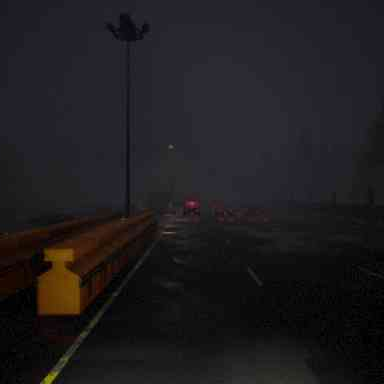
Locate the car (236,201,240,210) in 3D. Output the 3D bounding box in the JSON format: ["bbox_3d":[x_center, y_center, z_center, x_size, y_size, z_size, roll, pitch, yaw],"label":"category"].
[{"bbox_3d":[6.999,2.075,48.087,1.812,1.442,4.674,0,-1,0],"label":"car"}]

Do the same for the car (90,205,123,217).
[{"bbox_3d":[-7.073,1.827,26.286,1.812,1.442,4.674,0,-1,0],"label":"car"}]

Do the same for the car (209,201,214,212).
[{"bbox_3d":[3.499,2.030,48.325,1.882,1.535,5.008,0,-1,0],"label":"car"}]

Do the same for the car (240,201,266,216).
[{"bbox_3d":[6.999,1.909,37.668,1.882,1.535,5.008,0,-1,0],"label":"car"}]

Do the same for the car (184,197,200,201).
[{"bbox_3d":[-0.001,1.771,48.120,2.150,2.045,5.566,0,-1,0],"label":"car"}]

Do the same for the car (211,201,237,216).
[{"bbox_3d":[3.599,2.040,38.338,1.895,1.301,4.718,0,-1,0],"label":"car"}]

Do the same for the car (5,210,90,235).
[{"bbox_3d":[-7.089,1.738,16.616,2.033,1.411,5.357,0,-1,0],"label":"car"}]

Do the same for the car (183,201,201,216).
[{"bbox_3d":[-0.001,2.037,38.113,1.895,1.301,4.718,0,-1,0],"label":"car"}]

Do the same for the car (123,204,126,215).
[{"bbox_3d":[-7.042,1.981,36.483,1.994,1.385,4.181,0,-1,1],"label":"car"}]
